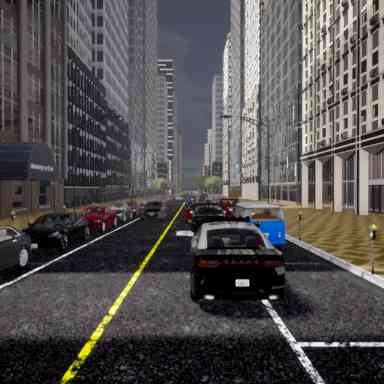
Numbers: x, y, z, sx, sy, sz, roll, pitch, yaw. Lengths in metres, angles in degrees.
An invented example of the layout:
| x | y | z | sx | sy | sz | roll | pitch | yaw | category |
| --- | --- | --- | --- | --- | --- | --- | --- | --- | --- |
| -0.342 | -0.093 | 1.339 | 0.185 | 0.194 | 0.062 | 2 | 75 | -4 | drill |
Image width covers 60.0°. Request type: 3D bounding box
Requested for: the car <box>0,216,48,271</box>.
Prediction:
| x | y | z | sx | sy | sz | roll | pitch | yaw | category |
| --- | --- | --- | --- | --- | --- | --- | --- | --- | --- |
| -5.694 | 1.549 | 8.396 | 2.008 | 1.369 | 4.403 | -1 | 0 | 0 | car |

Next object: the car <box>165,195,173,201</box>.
| x | y | z | sx | sy | sz | roll | pitch | yaw | category |
| --- | --- | --- | --- | --- | --- | --- | --- | --- | --- |
| -5.656 | 1.504 | 82.114 | 1.752 | 1.417 | 4.829 | -1 | 0 | 0 | car |

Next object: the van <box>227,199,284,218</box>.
| x | y | z | sx | sy | sz | roll | pitch | yaw | category |
| --- | --- | --- | --- | --- | --- | --- | --- | --- | --- |
| 2.687 | 1.338 | 14.076 | 1.690 | 1.788 | 3.998 | -1 | 0 | 0 | van |

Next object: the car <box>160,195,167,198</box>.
| x | y | z | sx | sy | sz | roll | pitch | yaw | category |
| --- | --- | --- | --- | --- | --- | --- | --- | --- | --- |
| -5.671 | 1.538 | 53.865 | 2.008 | 1.369 | 4.403 | -1 | 0 | 0 | car |

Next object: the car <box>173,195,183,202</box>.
| x | y | z | sx | sy | sz | roll | pitch | yaw | category |
| --- | --- | --- | --- | --- | --- | --- | --- | --- | --- |
| -2.959 | 1.580 | 79.330 | 1.895 | 1.301 | 4.718 | 0 | 0 | 0 | car |

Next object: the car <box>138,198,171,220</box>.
| x | y | z | sx | sy | sz | roll | pitch | yaw | category |
| --- | --- | --- | --- | --- | --- | --- | --- | --- | --- |
| -3.086 | 1.498 | 27.652 | 1.837 | 1.490 | 4.892 | 0 | 0 | 0 | car |

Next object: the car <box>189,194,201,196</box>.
| x | y | z | sx | sy | sz | roll | pitch | yaw | category |
| --- | --- | --- | --- | --- | --- | --- | --- | --- | --- |
| 0.030 | 1.337 | 59.406 | 2.097 | 1.767 | 4.553 | 0 | 0 | 0 | car |

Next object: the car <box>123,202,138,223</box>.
| x | y | z | sx | sy | sz | roll | pitch | yaw | category |
| --- | --- | --- | --- | --- | --- | --- | --- | --- | --- |
| -5.686 | 1.545 | 25.447 | 2.008 | 1.369 | 4.403 | -1 | 0 | 0 | car |

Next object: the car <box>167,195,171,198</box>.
| x | y | z | sx | sy | sz | roll | pitch | yaw | category |
| --- | --- | --- | --- | --- | --- | --- | --- | --- | --- |
| -5.665 | 1.566 | 65.232 | 1.802 | 1.307 | 4.206 | -1 | 0 | 0 | car |

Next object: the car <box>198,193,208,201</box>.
| x | y | z | sx | sy | sz | roll | pitch | yaw | category |
| --- | --- | --- | --- | --- | --- | --- | --- | --- | --- |
| 2.722 | 1.293 | 82.280 | 2.192 | 1.841 | 5.009 | -1 | 0 | 0 | car |

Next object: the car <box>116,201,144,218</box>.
| x | y | z | sx | sy | sz | roll | pitch | yaw | category |
| --- | --- | --- | --- | --- | --- | --- | --- | --- | --- |
| -5.682 | 1.575 | 31.131 | 1.802 | 1.307 | 4.206 | -1 | 0 | 0 | car |

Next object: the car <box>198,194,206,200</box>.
| x | y | z | sx | sy | sz | roll | pitch | yaw | category |
| --- | --- | --- | --- | --- | --- | --- | --- | --- | --- |
| 2.729 | 1.414 | 93.647 | 1.967 | 1.590 | 4.097 | -1 | 0 | 0 | car |

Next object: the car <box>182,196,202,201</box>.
| x | y | z | sx | sy | sz | roll | pitch | yaw | category |
| --- | --- | --- | --- | --- | --- | --- | --- | --- | --- |
| 0.039 | 1.590 | 46.005 | 1.895 | 1.301 | 4.718 | 0 | 0 | 1 | car |

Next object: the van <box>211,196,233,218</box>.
| x | y | z | sx | sy | sz | roll | pitch | yaw | category |
| --- | --- | --- | --- | --- | --- | --- | --- | --- | --- |
| 2.696 | 1.334 | 31.127 | 1.690 | 1.788 | 3.998 | -1 | 0 | 0 | van |

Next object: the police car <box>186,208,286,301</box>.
| x | y | z | sx | sy | sz | roll | pitch | yaw | category |
| --- | --- | --- | --- | --- | --- | --- | --- | --- | --- |
| 0.903 | 1.423 | 8.532 | 1.930 | 1.638 | 5.238 | 0 | 0 | 0 | police car |

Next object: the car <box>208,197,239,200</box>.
| x | y | z | sx | sy | sz | roll | pitch | yaw | category |
| --- | --- | --- | --- | --- | --- | --- | --- | --- | --- |
| 2.693 | 1.309 | 25.443 | 2.192 | 1.841 | 5.009 | -1 | 0 | 0 | car |

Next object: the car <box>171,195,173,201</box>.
| x | y | z | sx | sy | sz | roll | pitch | yaw | category |
| --- | --- | --- | --- | --- | --- | --- | --- | --- | --- |
| -5.663 | 1.422 | 70.916 | 1.967 | 1.590 | 4.097 | -1 | 0 | 0 | car |

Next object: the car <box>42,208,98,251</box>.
| x | y | z | sx | sy | sz | roll | pitch | yaw | category |
| --- | --- | --- | --- | --- | --- | --- | --- | --- | --- |
| -5.691 | 1.563 | 14.080 | 1.947 | 1.339 | 4.313 | -1 | 0 | 0 | car |

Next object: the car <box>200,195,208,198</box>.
| x | y | z | sx | sy | sz | roll | pitch | yaw | category |
| --- | --- | --- | --- | --- | --- | --- | --- | --- | --- |
| 2.710 | 1.538 | 53.861 | 2.008 | 1.369 | 4.403 | -1 | 0 | 0 | car |

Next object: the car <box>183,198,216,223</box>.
| x | y | z | sx | sy | sz | roll | pitch | yaw | category |
| --- | --- | --- | --- | --- | --- | --- | --- | --- | --- |
| 0.655 | 1.472 | 24.522 | 1.882 | 1.535 | 5.008 | 0 | 0 | 7 | car |

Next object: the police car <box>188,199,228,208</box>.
| x | y | z | sx | sy | sz | roll | pitch | yaw | category |
| --- | --- | --- | --- | --- | --- | --- | --- | --- | --- |
| 0.909 | 1.421 | 18.533 | 1.930 | 1.638 | 5.238 | 0 | 0 | 0 | police car |

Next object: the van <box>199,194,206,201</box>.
| x | y | z | sx | sy | sz | roll | pitch | yaw | category |
| --- | --- | --- | --- | --- | --- | --- | --- | --- | --- |
| 2.725 | 1.317 | 87.963 | 1.690 | 1.788 | 3.998 | -1 | 0 | 0 | van |

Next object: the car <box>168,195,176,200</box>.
| x | y | z | sx | sy | sz | roll | pitch | yaw | category |
| --- | --- | --- | --- | --- | --- | --- | --- | --- | --- |
| -5.650 | 1.540 | 93.651 | 1.947 | 1.339 | 4.313 | -1 | 0 | 0 | car |

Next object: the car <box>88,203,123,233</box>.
| x | y | z | sx | sy | sz | roll | pitch | yaw | category |
| --- | --- | --- | --- | --- | --- | --- | --- | --- | --- |
| -5.688 | 1.540 | 19.764 | 1.887 | 1.381 | 4.507 | -1 | 0 | 0 | car |
